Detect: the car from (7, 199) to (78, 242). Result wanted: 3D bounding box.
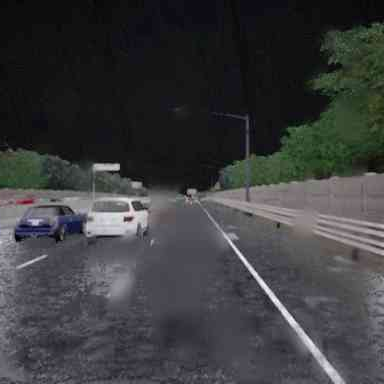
[{"bbox_3d":[-6.901,1.411,16.770,2.097,1.767,4.553,0,0,0],"label":"car"}]

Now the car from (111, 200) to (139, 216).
[{"bbox_3d":[-6.903,1.607,34.848,1.882,1.535,5.008,0,0,0],"label":"car"}]

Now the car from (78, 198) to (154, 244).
[{"bbox_3d":[-3.401,1.279,16.162,2.150,2.045,5.566,0,0,0],"label":"car"}]

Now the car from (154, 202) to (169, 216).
[{"bbox_3d":[-3.402,1.689,34.029,1.994,1.385,4.181,0,0,0],"label":"car"}]

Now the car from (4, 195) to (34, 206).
[{"bbox_3d":[-24.564,1.424,47.872,2.150,2.045,5.566,0,0,1],"label":"car"}]

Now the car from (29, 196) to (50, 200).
[{"bbox_3d":[-21.067,1.711,48.157,1.837,1.490,4.892,0,-1,0],"label":"car"}]

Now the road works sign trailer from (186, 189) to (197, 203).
[{"bbox_3d":[-0.002,0.953,82.282,2.380,3.560,2.880,0,-1,0],"label":"road works sign trailer"}]
